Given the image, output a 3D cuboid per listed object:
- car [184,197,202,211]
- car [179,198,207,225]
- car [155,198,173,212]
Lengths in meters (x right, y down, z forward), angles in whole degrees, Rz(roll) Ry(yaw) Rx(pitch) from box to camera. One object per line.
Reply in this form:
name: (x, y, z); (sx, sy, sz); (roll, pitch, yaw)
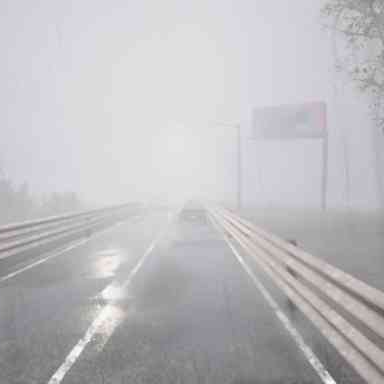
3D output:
car: (0.079, 1.475, 42.462); (2.128, 1.511, 4.902); (0, 0, 0)
car: (0.089, 1.468, 24.291); (1.882, 1.535, 5.008); (0, 0, 0)
car: (-3.271, 1.471, 39.395); (1.882, 1.535, 5.008); (0, 0, 0)
